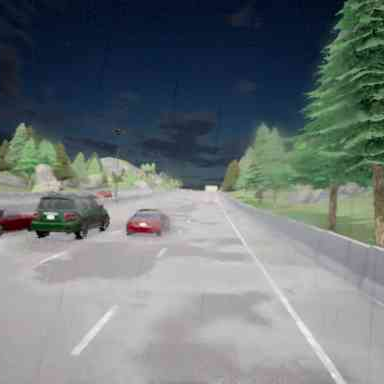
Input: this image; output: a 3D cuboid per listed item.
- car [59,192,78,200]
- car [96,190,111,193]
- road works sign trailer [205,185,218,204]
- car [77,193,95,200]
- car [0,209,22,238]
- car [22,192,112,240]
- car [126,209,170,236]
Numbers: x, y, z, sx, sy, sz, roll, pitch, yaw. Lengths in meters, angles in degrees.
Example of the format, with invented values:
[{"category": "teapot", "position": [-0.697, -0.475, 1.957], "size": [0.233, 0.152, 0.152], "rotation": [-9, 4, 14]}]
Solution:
[{"category": "car", "position": [-24.289, 0.751, 65.474], "size": [1.994, 1.385, 4.181], "rotation": [2, 1, 3]}, {"category": "car", "position": [-17.297, 0.631, 65.040], "size": [2.150, 2.045, 5.566], "rotation": [2, 1, 3]}, {"category": "road works sign trailer", "position": [3.792, 0.475, 65.412], "size": [2.380, 3.560, 2.880], "rotation": [2, 1, 3]}, {"category": "car", "position": [-20.797, 0.856, 65.280], "size": [1.994, 1.385, 4.181], "rotation": [2, 1, 3]}, {"category": "car", "position": [-9.575, 1.469, 16.554], "size": [1.895, 1.301, 4.718], "rotation": [2, 0, 3]}, {"category": "car", "position": [-6.022, 1.202, 17.189], "size": [2.150, 2.045, 5.566], "rotation": [2, 0, 3]}, {"category": "car", "position": [-2.412, 1.662, 19.147], "size": [1.994, 1.385, 4.181], "rotation": [2, 0, 3]}]
